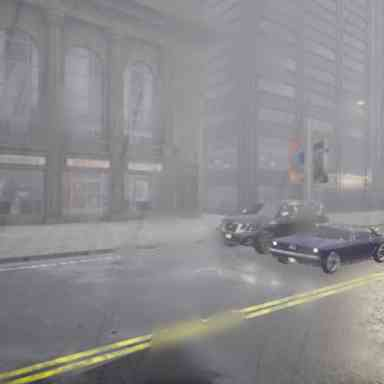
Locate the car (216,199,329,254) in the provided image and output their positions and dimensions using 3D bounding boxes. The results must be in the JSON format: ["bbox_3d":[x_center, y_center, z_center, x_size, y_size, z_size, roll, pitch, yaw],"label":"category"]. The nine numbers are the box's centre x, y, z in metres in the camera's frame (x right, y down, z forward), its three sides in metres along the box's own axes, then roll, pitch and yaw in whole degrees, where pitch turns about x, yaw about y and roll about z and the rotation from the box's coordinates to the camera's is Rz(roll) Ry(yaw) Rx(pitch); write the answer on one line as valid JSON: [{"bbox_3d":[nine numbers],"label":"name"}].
[{"bbox_3d":[3.641,1.352,14.267,5.566,2.045,2.150,1,0,-35],"label":"car"}]

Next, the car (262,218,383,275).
[{"bbox_3d":[4.754,1.721,11.071,4.718,1.301,1.895,1,0,-35],"label":"car"}]
